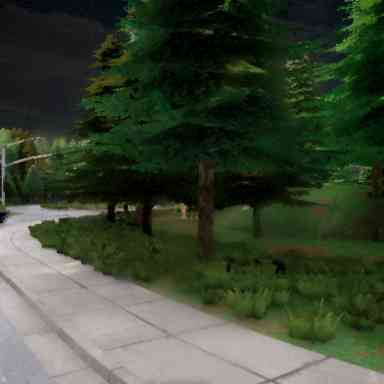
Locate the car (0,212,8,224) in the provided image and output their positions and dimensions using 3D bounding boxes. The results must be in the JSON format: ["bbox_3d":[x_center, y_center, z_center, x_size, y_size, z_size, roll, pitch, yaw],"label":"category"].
[{"bbox_3d":[-14.723,1.787,23.430,1.895,1.301,4.718,0,0,-9],"label":"car"}]
